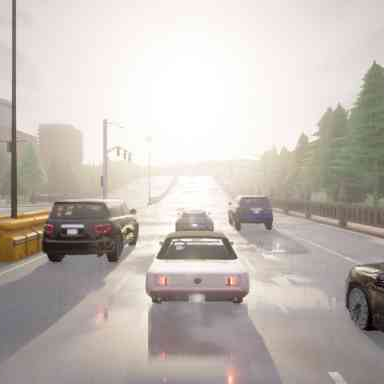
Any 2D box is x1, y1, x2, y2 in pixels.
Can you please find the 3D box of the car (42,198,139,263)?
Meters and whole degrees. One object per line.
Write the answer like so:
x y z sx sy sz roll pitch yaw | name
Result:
-3.384 1.221 12.125 2.150 2.045 5.566 0 0 0 | car

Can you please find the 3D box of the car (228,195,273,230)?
3.629 1.220 21.340 2.150 2.045 5.566 0 0 0 | car

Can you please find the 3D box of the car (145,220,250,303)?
0.110 1.601 8.125 1.895 1.301 4.718 0 0 0 | car

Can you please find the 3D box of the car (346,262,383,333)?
3.606 1.493 3.931 2.128 1.511 4.902 0 0 0 | car

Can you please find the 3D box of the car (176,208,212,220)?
0.125 1.564 17.979 1.994 1.385 4.181 0 0 0 | car
